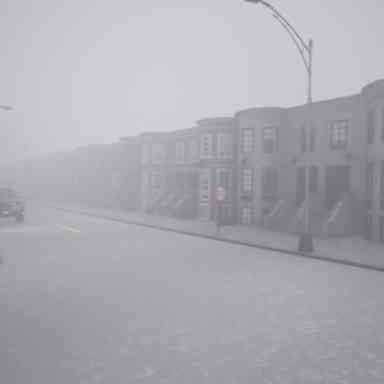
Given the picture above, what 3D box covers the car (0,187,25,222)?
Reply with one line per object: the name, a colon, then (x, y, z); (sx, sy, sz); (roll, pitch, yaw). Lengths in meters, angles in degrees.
car: (-12.177, 0.735, 20.822); (2.150, 2.045, 5.566); (1, 1, -40)
